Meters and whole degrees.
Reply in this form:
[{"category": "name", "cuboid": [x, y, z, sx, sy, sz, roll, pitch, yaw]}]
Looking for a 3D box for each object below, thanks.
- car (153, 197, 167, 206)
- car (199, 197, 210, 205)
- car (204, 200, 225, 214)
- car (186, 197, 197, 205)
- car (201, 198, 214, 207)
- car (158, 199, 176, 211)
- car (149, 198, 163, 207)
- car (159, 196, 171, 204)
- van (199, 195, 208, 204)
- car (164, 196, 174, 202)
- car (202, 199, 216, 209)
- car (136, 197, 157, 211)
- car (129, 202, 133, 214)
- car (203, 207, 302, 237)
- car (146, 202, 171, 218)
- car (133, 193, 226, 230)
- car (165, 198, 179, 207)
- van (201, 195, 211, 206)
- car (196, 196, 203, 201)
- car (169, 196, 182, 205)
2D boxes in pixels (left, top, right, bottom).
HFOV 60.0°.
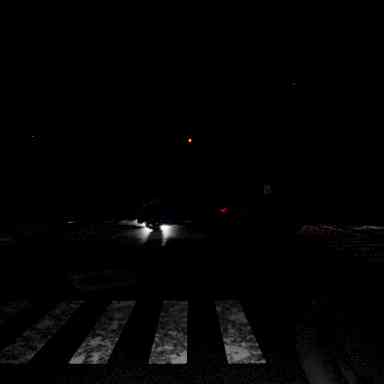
[{"category": "car", "cuboid": [-5.616, 1.634, 58.224, 2.008, 1.369, 4.403, 0, 0, 0]}, {"category": "car", "cuboid": [2.420, 1.647, 63.718, 2.008, 1.369, 4.403, 0, 0, 0]}, {"category": "car", "cuboid": [2.364, 1.606, 36.164, 1.947, 1.339, 4.313, 0, 0, 0]}, {"category": "car", "cuboid": [-0.121, 1.658, 62.861, 1.994, 1.385, 4.181, 0, 0, 0]}, {"category": "car", "cuboid": [2.398, 1.636, 52.697, 1.947, 1.339, 4.313, 0, 0, 0]}, {"category": "car", "cuboid": [-3.107, 1.614, 42.017, 1.994, 1.385, 4.181, 0, 0, 1]}, {"category": "car", "cuboid": [-5.627, 1.652, 52.713, 1.802, 1.307, 4.206, 0, 0, 0]}, {"category": "car", "cuboid": [-5.594, 1.552, 69.246, 1.967, 1.590, 4.097, 0, 0, 0]}, {"category": "van", "cuboid": [2.431, 1.453, 69.229, 1.690, 1.788, 3.998, 0, 0, 0]}, {"category": "car", "cuboid": [-5.571, 1.694, 80.267, 2.008, 1.369, 4.403, 0, 0, 0]}, {"category": "car", "cuboid": [2.387, 1.641, 47.187, 1.802, 1.307, 4.206, 0, 0, 0]}, {"category": "car", "cuboid": [-5.649, 1.489, 41.692, 1.967, 1.590, 4.097, 0, 0, 0]}, {"category": "car", "cuboid": [-5.661, 1.480, 36.181, 1.967, 1.590, 4.097, 0, 0, 0]}, {"category": "car", "cuboid": [3.133, 1.597, 17.397, 4.718, 1.301, 1.895, 0, 0, 0]}, {"category": "car", "cuboid": [-3.150, 1.634, 32.061, 1.895, 1.301, 4.718, 0, 0, 1]}, {"category": "car", "cuboid": [-0.554, 1.239, 20.630, 5.566, 2.045, 2.150, 0, 0, 0]}, {"category": "car", "cuboid": [-3.086, 1.633, 52.001, 1.994, 1.385, 4.181, 0, 0, 0]}, {"category": "van", "cuboid": [2.409, 1.424, 58.208, 1.690, 1.788, 3.998, 0, 0, 0]}, {"category": "car", "cuboid": [2.064, 1.698, 90.133, 1.812, 1.442, 4.674, 0, 0, 0]}, {"category": "car", "cuboid": [-3.023, 1.584, 62.082, 2.128, 1.511, 4.902, 0, 0, 1]}]
